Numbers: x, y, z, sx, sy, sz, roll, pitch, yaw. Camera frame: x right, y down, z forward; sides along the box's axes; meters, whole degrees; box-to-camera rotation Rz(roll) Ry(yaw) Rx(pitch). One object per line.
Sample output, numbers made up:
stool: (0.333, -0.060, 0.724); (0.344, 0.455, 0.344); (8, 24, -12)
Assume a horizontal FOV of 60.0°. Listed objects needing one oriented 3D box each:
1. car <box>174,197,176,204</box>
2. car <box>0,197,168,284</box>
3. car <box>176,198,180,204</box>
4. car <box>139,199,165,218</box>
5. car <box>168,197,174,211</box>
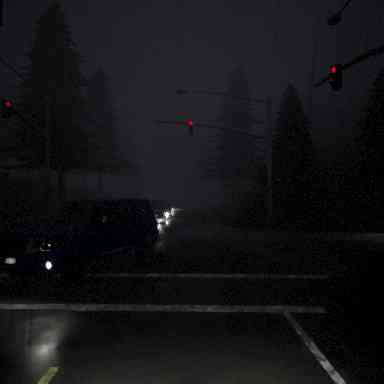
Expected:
car: (-3.849, 1.601, 50.700); (1.895, 1.301, 4.718); (0, 0, -7)
car: (-3.076, 1.218, 10.144); (2.150, 2.045, 5.566); (-1, 0, 23)
car: (-4.055, 1.564, 61.744); (1.994, 1.385, 4.181); (0, 0, -39)
car: (-3.619, 1.505, 31.239); (1.837, 1.490, 4.892); (0, 0, 0)
car: (-3.624, 1.601, 40.530); (1.895, 1.301, 4.718); (0, 0, 0)
